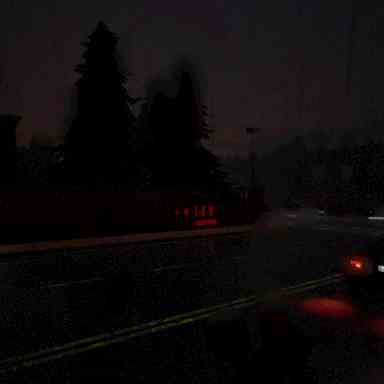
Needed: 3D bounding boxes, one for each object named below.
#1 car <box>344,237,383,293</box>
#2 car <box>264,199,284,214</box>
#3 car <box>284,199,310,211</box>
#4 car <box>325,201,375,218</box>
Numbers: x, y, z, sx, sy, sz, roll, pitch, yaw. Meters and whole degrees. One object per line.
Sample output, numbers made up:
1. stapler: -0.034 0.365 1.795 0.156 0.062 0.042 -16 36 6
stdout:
1. car: 5.788 1.547 7.900 5.357 1.411 2.033 0 0 -35
2. car: 6.829 1.491 35.419 2.128 1.511 4.902 0 0 -35
3. car: 11.984 1.525 40.261 1.812 1.442 4.674 0 0 -35
4. car: 14.469 1.564 30.653 1.994 1.385 4.181 0 0 -35
